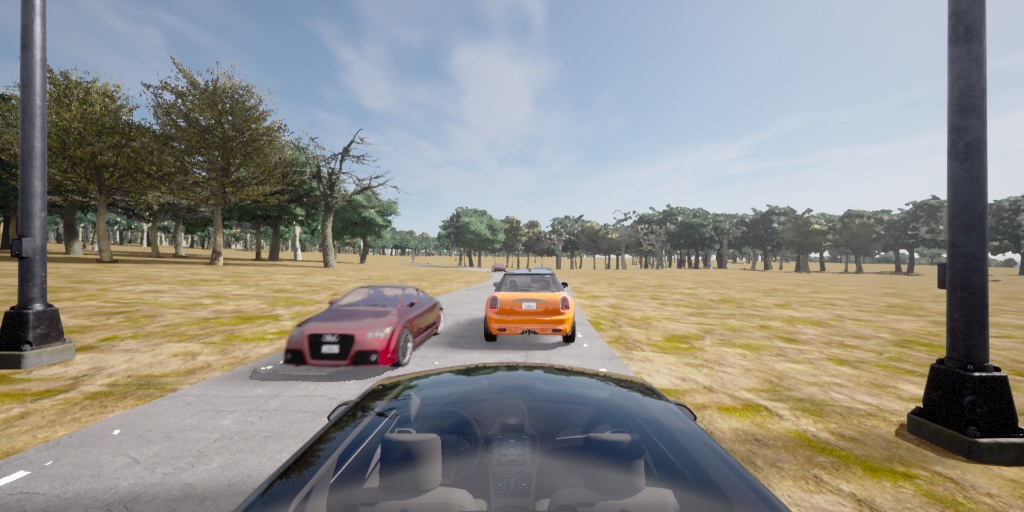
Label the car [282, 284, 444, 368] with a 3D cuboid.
[{"bbox_3d":[-2.841,1.331,7.808,1.994,1.385,4.181,0,0,3],"label":"car"}]

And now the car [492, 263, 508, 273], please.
[{"bbox_3d":[-2.043,1.878,57.683,1.882,1.535,5.008,0,-1,-10],"label":"car"}]

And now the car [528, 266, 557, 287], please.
[{"bbox_3d":[2.430,1.529,28.206,2.033,1.411,5.357,0,-1,5],"label":"car"}]

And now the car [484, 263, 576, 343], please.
[{"bbox_3d":[0.520,1.130,9.991,2.097,1.767,4.553,0,0,4],"label":"car"}]
